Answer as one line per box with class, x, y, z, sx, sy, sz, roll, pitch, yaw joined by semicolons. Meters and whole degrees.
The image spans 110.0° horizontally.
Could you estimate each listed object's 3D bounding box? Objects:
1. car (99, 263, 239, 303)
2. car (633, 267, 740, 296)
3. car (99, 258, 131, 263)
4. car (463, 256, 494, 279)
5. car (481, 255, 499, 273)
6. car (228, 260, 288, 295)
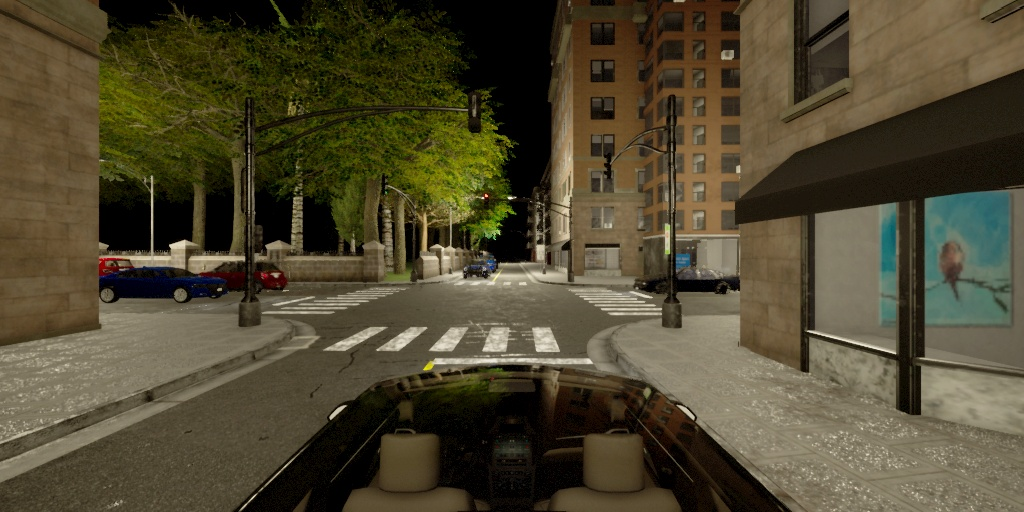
car;-15.473;1.212;15.908;5.008;1.535;1.882;0;0;0
car;9.226;1.309;18.780;5.357;1.411;2.033;0;0;1
car;-25.925;1.035;21.825;5.009;1.841;2.192;0;0;1
car;-3.093;1.083;32.212;2.097;1.767;4.553;0;0;1
car;-3.043;0.933;42.751;2.150;2.045;5.566;0;0;0
car;-14.661;1.088;19.104;4.553;1.767;2.097;0;0;1
